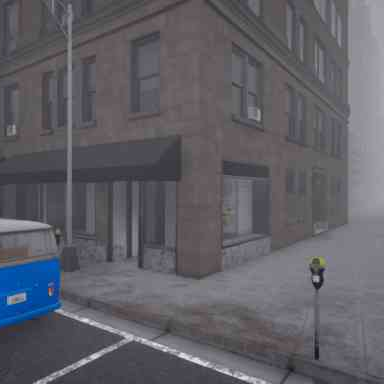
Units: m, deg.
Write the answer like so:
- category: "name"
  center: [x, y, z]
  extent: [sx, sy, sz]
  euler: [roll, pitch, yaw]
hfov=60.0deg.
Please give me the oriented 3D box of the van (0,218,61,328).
- category: "van"
  center: [-4.088, 1.340, 5.994]
  extent: [3.998, 1.788, 1.690]
  euler: [0, 0, 35]
